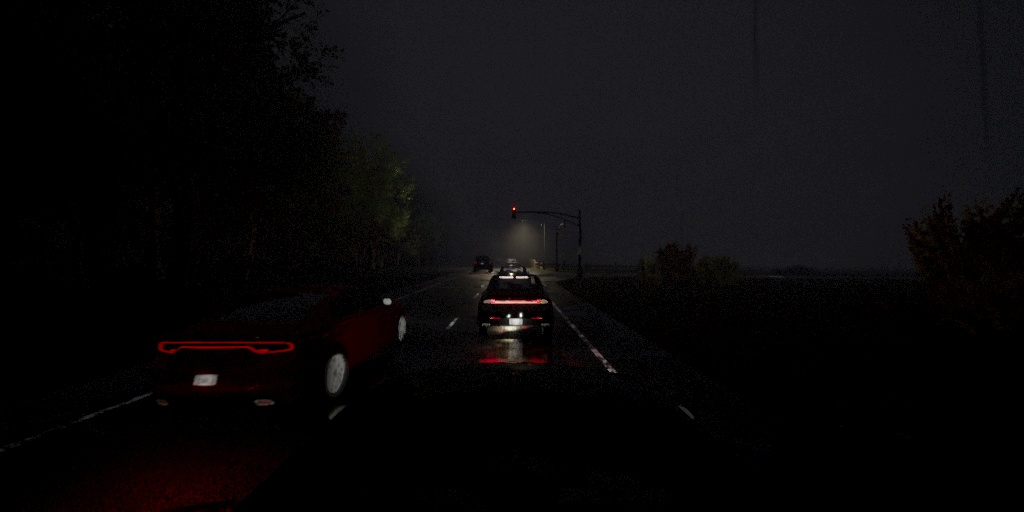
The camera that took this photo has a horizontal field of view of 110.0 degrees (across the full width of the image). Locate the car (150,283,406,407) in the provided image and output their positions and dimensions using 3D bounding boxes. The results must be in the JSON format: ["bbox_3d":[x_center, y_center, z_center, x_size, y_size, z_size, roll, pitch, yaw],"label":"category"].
[{"bbox_3d":[-3.407,1.227,6.454,1.882,1.535,5.008,0,0,0],"label":"car"}]

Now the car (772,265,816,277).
[{"bbox_3d":[33.272,1.724,42.314,4.181,1.385,1.994,1,-1,0],"label":"car"}]

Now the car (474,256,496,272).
[{"bbox_3d":[-3.500,0.967,44.630,2.150,2.045,5.566,0,0,0],"label":"car"}]

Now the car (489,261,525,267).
[{"bbox_3d":[0.064,1.241,19.753,2.128,1.511,4.902,0,0,0],"label":"car"}]

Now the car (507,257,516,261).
[{"bbox_3d":[-0.010,1.229,60.283,2.128,1.511,4.902,0,0,-1],"label":"car"}]

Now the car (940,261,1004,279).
[{"bbox_3d":[50.192,1.507,38.672,5.566,2.045,2.150,1,-1,1],"label":"car"}]

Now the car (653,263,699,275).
[{"bbox_3d":[19.319,1.555,42.346,5.357,1.411,2.033,1,-1,0],"label":"car"}]

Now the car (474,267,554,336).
[{"bbox_3d":[0.083,1.241,10.355,2.128,1.511,4.902,0,0,0],"label":"car"}]
